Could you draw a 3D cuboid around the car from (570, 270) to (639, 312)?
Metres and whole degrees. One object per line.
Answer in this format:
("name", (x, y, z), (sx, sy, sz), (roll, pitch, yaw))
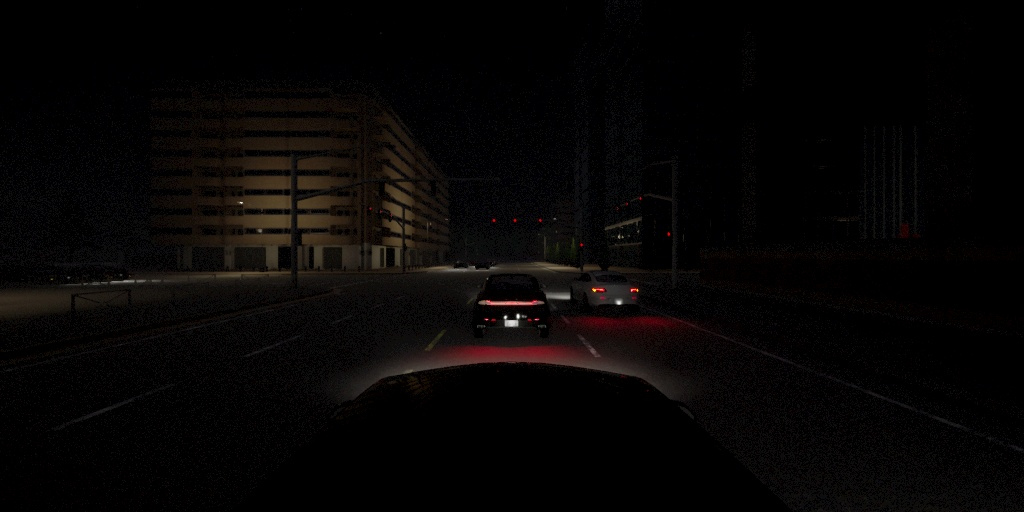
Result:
("car", (3.475, 1.276, 13.991), (1.812, 1.442, 4.674), (0, 0, 0))

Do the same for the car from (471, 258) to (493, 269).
("car", (-4.335, 1.297, 52.743), (2.033, 1.411, 5.357), (0, 0, 0))

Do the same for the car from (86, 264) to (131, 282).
("car", (-33.972, 1.369, 29.313), (4.181, 1.385, 1.994), (0, 0, 0))

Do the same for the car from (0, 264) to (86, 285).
("car", (-34.368, 1.309, 25.811), (4.892, 1.490, 1.837), (0, 0, 0))

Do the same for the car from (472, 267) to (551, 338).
("car", (-0.011, 1.241, 10.170), (2.128, 1.511, 4.902), (0, 0, 0))

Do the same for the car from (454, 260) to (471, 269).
("car", (-7.838, 1.350, 55.592), (1.895, 1.301, 4.718), (0, 0, 0))
